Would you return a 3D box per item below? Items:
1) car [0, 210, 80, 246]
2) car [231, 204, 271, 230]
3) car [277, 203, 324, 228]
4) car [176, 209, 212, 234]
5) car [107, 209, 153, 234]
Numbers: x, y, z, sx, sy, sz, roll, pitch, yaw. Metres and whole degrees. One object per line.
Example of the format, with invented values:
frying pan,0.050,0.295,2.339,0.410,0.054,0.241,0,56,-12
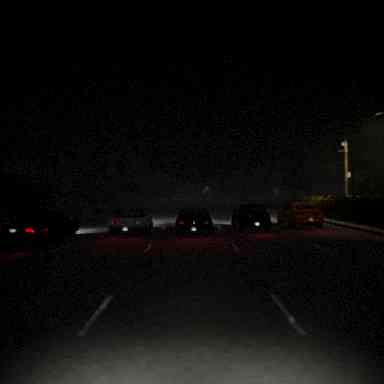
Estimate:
car,-6.897,1.545,15.353,2.033,1.411,5.357,0,0,0
car,3.603,1.502,20.798,1.837,1.490,4.892,0,0,0
car,7.103,1.475,22.281,1.882,1.535,5.008,0,0,0
car,0.103,1.598,19.160,1.895,1.301,4.718,0,0,0
car,-3.397,1.598,19.161,1.895,1.301,4.718,0,0,0
